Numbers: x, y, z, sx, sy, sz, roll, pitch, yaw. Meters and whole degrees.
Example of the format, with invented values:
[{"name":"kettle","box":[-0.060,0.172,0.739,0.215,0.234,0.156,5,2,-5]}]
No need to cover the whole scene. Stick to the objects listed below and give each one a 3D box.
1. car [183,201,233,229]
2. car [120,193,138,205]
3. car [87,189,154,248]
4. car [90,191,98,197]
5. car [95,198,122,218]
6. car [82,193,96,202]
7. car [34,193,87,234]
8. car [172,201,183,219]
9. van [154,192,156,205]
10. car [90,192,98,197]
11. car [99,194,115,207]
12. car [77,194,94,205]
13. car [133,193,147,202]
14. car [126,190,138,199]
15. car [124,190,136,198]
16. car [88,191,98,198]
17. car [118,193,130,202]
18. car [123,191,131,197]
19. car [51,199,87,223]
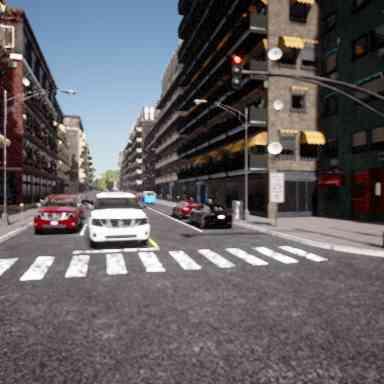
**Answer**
[{"name":"car","box":[1.055,1.366,20.027,1.947,1.339,4.313,1,0,-15]},{"name":"car","box":[-9.066,0.943,47.379,2.128,1.511,4.902,0,1,-15]},{"name":"car","box":[-3.325,1.056,14.430,2.150,2.045,5.566,0,1,-17]},{"name":"car","box":[-25.785,0.511,87.851,1.802,1.307,4.206,1,0,-15]},{"name":"car","box":[-6.785,1.246,26.975,1.994,1.385,4.181,0,1,-15]},{"name":"car","box":[-17.138,0.885,55.564,1.947,1.339,4.313,1,0,-15]},{"name":"car","box":[-7.045,1.093,17.895,2.192,1.841,5.009,1,0,-15]},{"name":"car","box":[-0.386,1.316,25.408,1.802,1.307,4.206,1,0,-15]},{"name":"van","box":[-6.147,0.813,46.931,1.690,1.788,3.998,1,0,-15]},{"name":"car","box":[-24.343,0.576,82.470,1.802,1.307,4.206,1,0,-15]},{"name":"car","box":[-10.802,1.004,42.124,1.837,1.490,4.892,0,0,-15]},{"name":"car","box":[-14.255,1.016,44.802,1.947,1.339,4.313,1,0,-15]},{"name":"car","box":[-9.032,0.886,57.694,1.887,1.381,4.507,1,0,-15]},{"name":"car","box":[-13.351,0.460,73.836,2.192,1.841,5.009,1,0,-15]},{"name":"car","box":[-14.792,0.395,79.216,2.192,1.841,5.009,1,0,-15]},{"name":"car","box":[-22.902,0.603,77.089,1.887,1.381,4.507,1,0,-15]},{"name":"car","box":[-11.752,0.855,57.408,1.812,1.442,4.674,0,1,-15]},{"name":"car","box":[-17.722,0.474,90.144,1.752,1.417,4.829,1,0,-15]},{"name":"car","box":[-8.491,1.257,23.278,1.887,1.381,4.507,1,0,-15]}]
